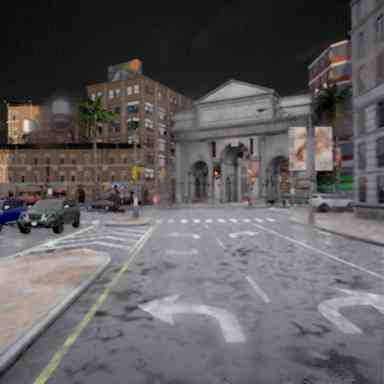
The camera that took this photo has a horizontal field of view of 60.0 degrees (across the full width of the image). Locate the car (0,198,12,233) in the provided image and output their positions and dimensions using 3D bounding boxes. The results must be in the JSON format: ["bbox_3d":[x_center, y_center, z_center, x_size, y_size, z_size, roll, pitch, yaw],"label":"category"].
[{"bbox_3d":[-12.197,1.424,20.792,2.150,2.045,5.566,-1,0,-2],"label":"car"}]

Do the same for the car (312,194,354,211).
[{"bbox_3d":[17.781,1.246,41.836,5.566,2.045,2.150,-1,0,-1],"label":"car"}]

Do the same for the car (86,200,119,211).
[{"bbox_3d":[-12.511,1.845,46.396,4.892,1.490,1.837,-1,-2,24],"label":"car"}]

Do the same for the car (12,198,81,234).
[{"bbox_3d":[-8.700,1.391,20.920,2.150,2.045,5.566,-1,0,-2],"label":"car"}]
